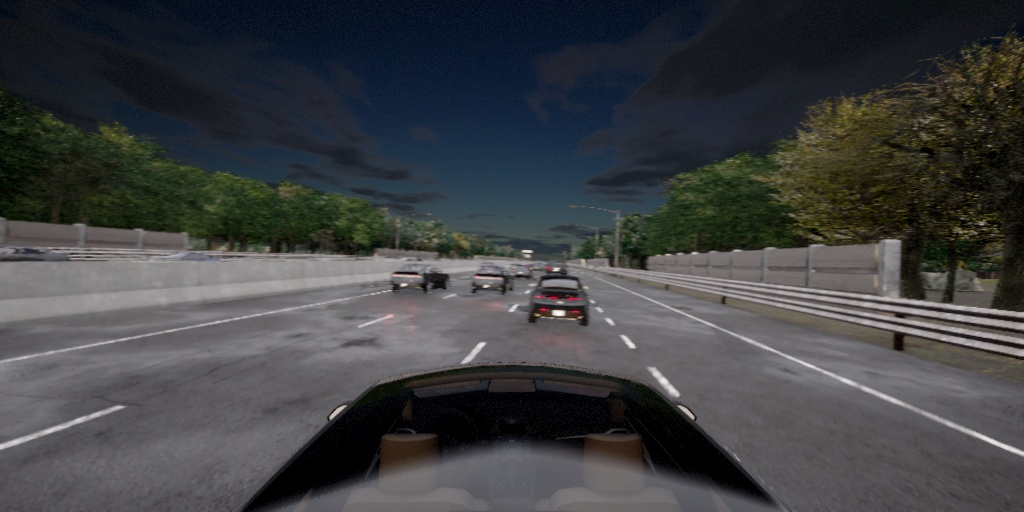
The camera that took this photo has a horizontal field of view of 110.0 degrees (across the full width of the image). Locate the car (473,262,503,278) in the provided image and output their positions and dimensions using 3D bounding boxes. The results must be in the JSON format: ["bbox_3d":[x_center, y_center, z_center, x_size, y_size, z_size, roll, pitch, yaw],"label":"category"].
[{"bbox_3d":[-2.406,1.421,37.586,2.128,1.511,4.902,3,-1,7],"label":"car"}]

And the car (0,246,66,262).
[{"bbox_3d":[-25.966,0.201,18.168,2.128,1.511,4.902,3,0,7],"label":"car"}]

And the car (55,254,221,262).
[{"bbox_3d":[-15.723,0.749,15.584,1.895,1.301,4.718,3,0,7],"label":"car"}]

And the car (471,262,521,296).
[{"bbox_3d":[-0.979,1.333,20.199,2.128,1.511,4.902,3,0,7],"label":"car"}]

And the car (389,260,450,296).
[{"bbox_3d":[-4.665,1.158,18.833,2.128,1.511,4.902,3,0,7],"label":"car"}]

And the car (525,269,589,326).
[{"bbox_3d":[1.632,1.409,12.632,1.837,1.490,4.892,3,0,7],"label":"car"}]

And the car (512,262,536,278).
[{"bbox_3d":[1.062,1.645,37.150,1.994,1.385,4.181,3,-1,7],"label":"car"}]

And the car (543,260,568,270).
[{"bbox_3d":[4.556,1.456,36.797,2.150,2.045,5.566,3,-1,7],"label":"car"}]

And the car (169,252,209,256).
[{"bbox_3d":[-21.751,0.466,23.796,1.812,1.442,4.674,3,0,7],"label":"car"}]
